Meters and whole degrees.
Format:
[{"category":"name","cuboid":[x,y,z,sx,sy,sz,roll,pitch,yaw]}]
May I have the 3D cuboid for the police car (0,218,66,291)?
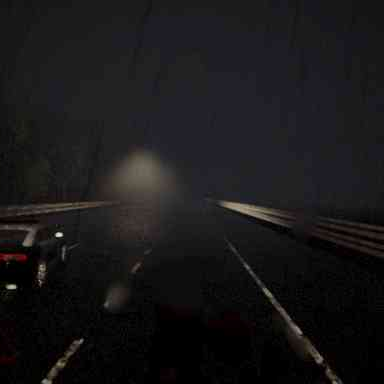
[{"category":"police car","cuboid":[-4.816,1.547,9.289,1.930,1.638,5.238,0,-1,-11]}]
